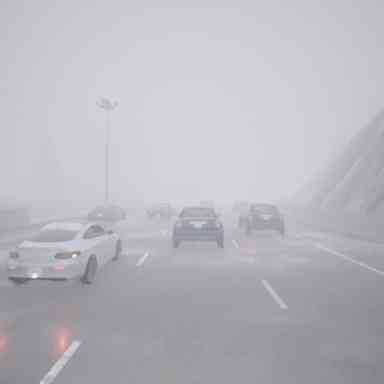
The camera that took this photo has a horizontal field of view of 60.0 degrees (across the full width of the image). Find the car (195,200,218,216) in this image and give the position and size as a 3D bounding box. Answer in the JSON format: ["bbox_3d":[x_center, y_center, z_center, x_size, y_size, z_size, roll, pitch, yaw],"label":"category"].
[{"bbox_3d":[1.670,1.594,35.226,2.033,1.411,5.357,0,0,7],"label":"car"}]

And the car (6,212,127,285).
[{"bbox_3d":[-3.312,1.523,9.366,1.812,1.442,4.674,0,0,1],"label":"car"}]

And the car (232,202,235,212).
[{"bbox_3d":[5.713,1.632,38.807,1.994,1.385,4.181,0,0,8],"label":"car"}]

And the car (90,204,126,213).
[{"bbox_3d":[-6.288,1.566,25.085,1.994,1.385,4.181,0,0,3],"label":"car"}]

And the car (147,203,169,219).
[{"bbox_3d":[-2.510,1.623,28.803,1.895,1.301,4.718,0,0,5],"label":"car"}]

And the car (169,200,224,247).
[{"bbox_3d":[0.293,1.369,15.305,2.097,1.767,4.553,0,0,1],"label":"car"}]

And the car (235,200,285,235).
[{"bbox_3d":[3.931,1.390,19.463,2.097,1.767,4.553,0,0,2],"label":"car"}]
